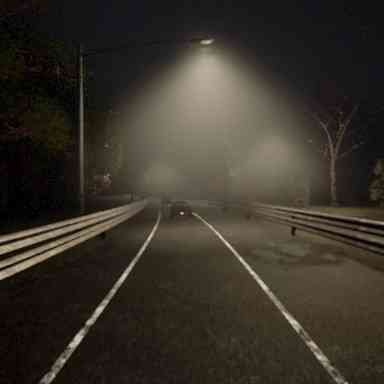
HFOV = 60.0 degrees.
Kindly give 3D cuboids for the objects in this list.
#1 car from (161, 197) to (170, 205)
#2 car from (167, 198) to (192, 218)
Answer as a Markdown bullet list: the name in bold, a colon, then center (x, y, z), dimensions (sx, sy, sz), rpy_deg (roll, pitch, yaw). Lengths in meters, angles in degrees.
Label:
- **car**: center (-4.657, 1.543, 60.566), dimensions (2.033, 1.411, 5.357), rpy_deg (0, 0, -10)
- **car**: center (-1.047, 1.504, 30.018), dimensions (1.837, 1.490, 4.892), rpy_deg (0, 0, -5)
